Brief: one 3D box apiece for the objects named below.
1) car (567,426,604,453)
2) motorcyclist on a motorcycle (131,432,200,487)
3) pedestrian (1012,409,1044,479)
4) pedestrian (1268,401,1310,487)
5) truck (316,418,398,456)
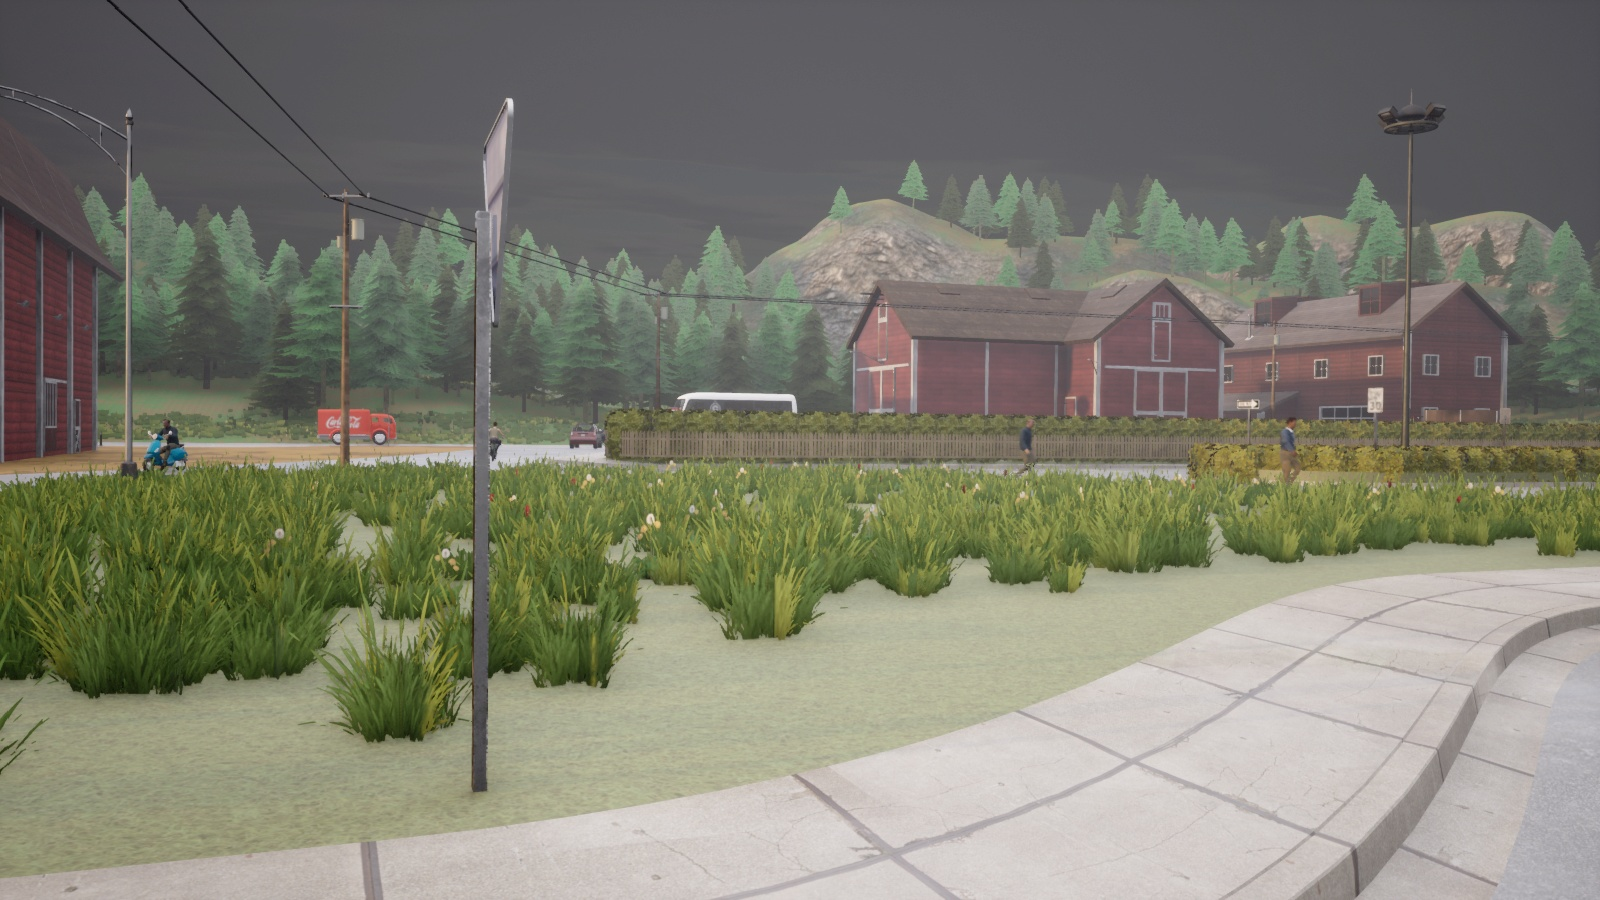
[{"bbox_3d":[-13.522,-0.665,79.370,1.851,1.617,3.988,-1,1,-3],"label":"car"},{"bbox_3d":[-19.056,0.279,37.750,0.866,1.590,1.817,0,1,14],"label":"motorcyclist on a motorcycle"},{"bbox_3d":[6.058,-0.154,33.319,0.726,1.842,0.402,0,1,40],"label":"pedestrian"},{"bbox_3d":[11.293,-0.141,29.001,0.788,1.949,0.423,0,1,41],"label":"pedestrian"},{"bbox_3d":[-30.792,-0.911,87.323,5.204,2.467,2.627,-1,1,-20],"label":"truck"}]
